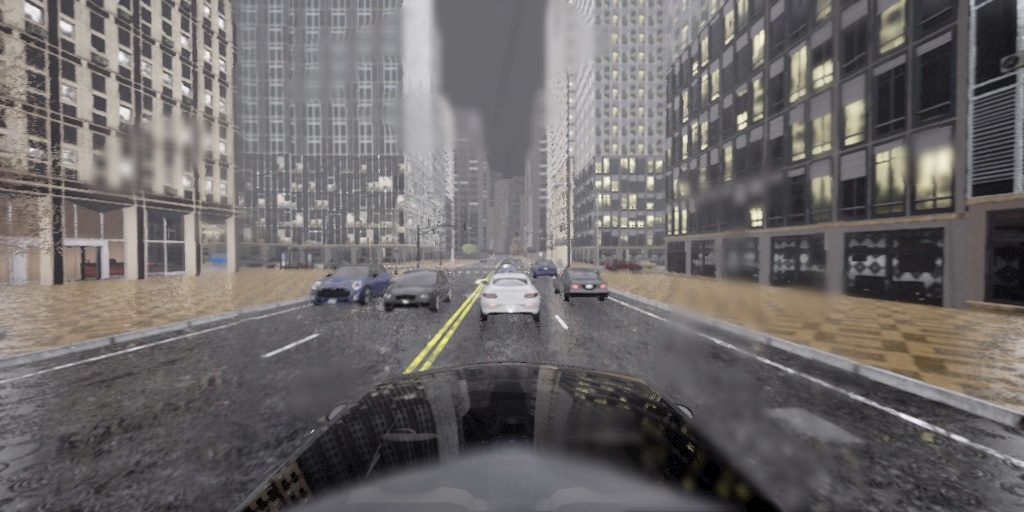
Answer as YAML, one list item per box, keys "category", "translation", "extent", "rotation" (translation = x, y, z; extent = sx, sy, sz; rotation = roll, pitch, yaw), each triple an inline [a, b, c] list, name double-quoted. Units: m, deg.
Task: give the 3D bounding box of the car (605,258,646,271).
- category: "car"
  translation: [15.361, 1.247, 49.637]
  extent: [5.009, 1.841, 2.192]
  rotation: [0, 0, 0]

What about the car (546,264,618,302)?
- category: "car"
  translation: [3.106, 1.294, 17.132]
  extent: [2.033, 1.411, 5.357]
  rotation: [0, 0, -1]

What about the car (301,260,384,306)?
- category: "car"
  translation: [-6.822, 1.120, 15.776]
  extent: [2.097, 1.767, 4.553]
  rotation: [0, 0, -1]

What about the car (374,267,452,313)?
- category: "car"
  translation: [-3.541, 1.268, 14.181]
  extent: [1.837, 1.490, 4.892]
  rotation: [0, 0, -1]

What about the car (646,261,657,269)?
- category: "car"
  translation: [20.819, 1.363, 58.023]
  extent: [4.829, 1.417, 1.751]
  rotation: [0, 0, 0]

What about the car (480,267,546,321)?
- category: "car"
  translation: [-0.071, 1.279, 12.396]
  extent: [1.812, 1.442, 4.674]
  rotation: [0, 0, -1]

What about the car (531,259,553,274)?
- category: "car"
  translation: [2.823, 1.096, 32.709]
  extent: [2.097, 1.767, 4.553]
  rotation: [0, 0, -1]

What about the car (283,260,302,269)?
- category: "car"
  translation: [-29.254, 1.210, 49.485]
  extent: [4.207, 1.307, 1.802]
  rotation: [0, 0, 0]

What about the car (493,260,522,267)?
- category: "car"
  translation: [-0.394, 1.299, 30.909]
  extent: [2.033, 1.411, 5.357]
  rotation: [0, 0, -1]

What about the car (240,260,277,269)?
- category: "car"
  translation: [-34.937, 1.154, 49.555]
  extent: [4.313, 1.339, 1.948]
  rotation: [0, 0, 0]
